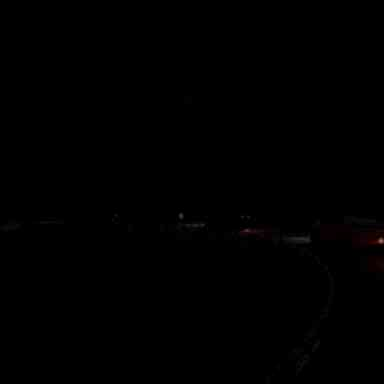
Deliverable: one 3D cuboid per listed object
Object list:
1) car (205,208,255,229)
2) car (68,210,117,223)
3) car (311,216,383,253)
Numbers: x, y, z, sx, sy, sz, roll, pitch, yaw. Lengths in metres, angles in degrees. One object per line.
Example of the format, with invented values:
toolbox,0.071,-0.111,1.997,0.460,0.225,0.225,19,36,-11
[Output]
car,3.286,2.220,29.586,4.553,1.767,2.097,-2,-3,44
car,-10.546,2.608,35.307,4.718,1.301,1.895,0,-2,6
car,7.212,1.838,15.349,1.882,1.535,5.008,1,-2,-2
